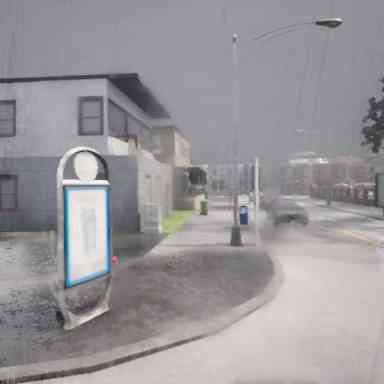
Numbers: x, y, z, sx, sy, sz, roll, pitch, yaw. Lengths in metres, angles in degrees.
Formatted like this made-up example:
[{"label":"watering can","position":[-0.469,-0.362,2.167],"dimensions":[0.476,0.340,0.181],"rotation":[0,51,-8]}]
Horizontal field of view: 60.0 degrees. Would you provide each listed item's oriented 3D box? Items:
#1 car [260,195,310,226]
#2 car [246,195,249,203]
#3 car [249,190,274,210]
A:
[{"label":"car","position":[5.518,1.124,19.905],"dimensions":[2.033,1.411,5.357],"rotation":[0,1,6]},{"label":"car","position":[7.698,0.709,40.102],"dimensions":[1.812,1.442,4.674],"rotation":[0,1,7]},{"label":"car","position":[6.589,0.733,29.944],"dimensions":[2.097,1.767,4.553],"rotation":[0,1,6]}]
